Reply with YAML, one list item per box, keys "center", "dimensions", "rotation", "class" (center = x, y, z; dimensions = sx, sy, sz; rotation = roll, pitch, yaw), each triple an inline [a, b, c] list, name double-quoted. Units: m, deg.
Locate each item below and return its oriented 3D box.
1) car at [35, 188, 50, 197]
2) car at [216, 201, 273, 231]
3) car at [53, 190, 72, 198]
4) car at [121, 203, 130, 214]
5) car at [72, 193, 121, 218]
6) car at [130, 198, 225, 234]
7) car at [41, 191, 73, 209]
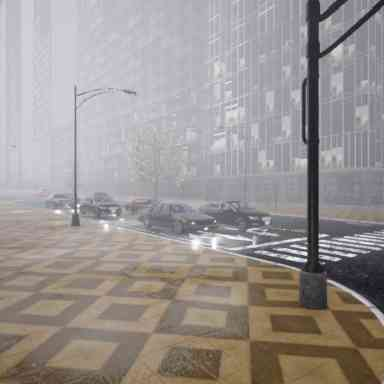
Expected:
- center: [-28.478, 0.110, 63.731]
  dimensions: [2.097, 1.767, 4.553]
  rotation: [0, 1, -38]
  class: "car"
- center: [2.309, 1.254, 18.772]
  dimensions: [2.128, 1.511, 4.902]
  rotation: [0, 1, -38]
  class: "car"
- center: [-25.378, 0.316, 65.041]
  dimensions: [2.033, 1.411, 5.357]
  rotation: [0, 1, -38]
  class: "car"
- center: [-3.416, 1.193, 26.063]
  dimensions: [1.895, 1.301, 4.718]
  rotation: [0, 1, -38]
  class: "car"
- center: [-7.049, 1.056, 25.428]
  dimensions: [2.128, 1.511, 4.902]
  rotation: [0, 1, -38]
  class: "car"
- center: [-0.974, 1.292, 17.688]
  dimensions: [2.033, 1.411, 5.357]
  rotation: [0, 1, -38]
  class: "car"
- center: [-13.382, 0.902, 33.531]
  dimensions: [1.812, 1.442, 4.674]
  rotation: [0, 1, -38]
  class: "car"
